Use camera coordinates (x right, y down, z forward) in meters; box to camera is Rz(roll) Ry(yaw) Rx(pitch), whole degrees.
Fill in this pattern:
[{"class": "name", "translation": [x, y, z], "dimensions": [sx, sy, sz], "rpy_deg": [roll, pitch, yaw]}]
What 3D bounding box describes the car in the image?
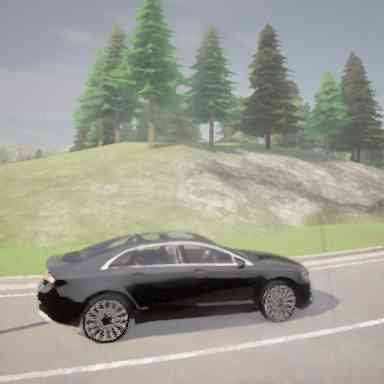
[{"class": "car", "translation": [-0.161, 1.499, 6.137], "dimensions": [4.902, 1.511, 2.128], "rpy_deg": [0, 0, -16]}]
